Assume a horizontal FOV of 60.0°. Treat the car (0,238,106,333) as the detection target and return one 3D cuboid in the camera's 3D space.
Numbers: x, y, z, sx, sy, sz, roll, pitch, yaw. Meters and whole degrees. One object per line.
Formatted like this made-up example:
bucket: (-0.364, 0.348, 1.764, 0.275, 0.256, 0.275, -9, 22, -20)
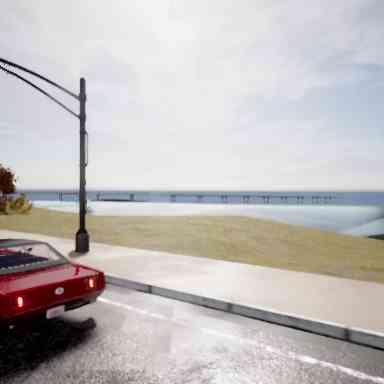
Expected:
car: (-3.932, 1.585, 6.509, 4.718, 1.301, 1.895, 0, 0, 36)
